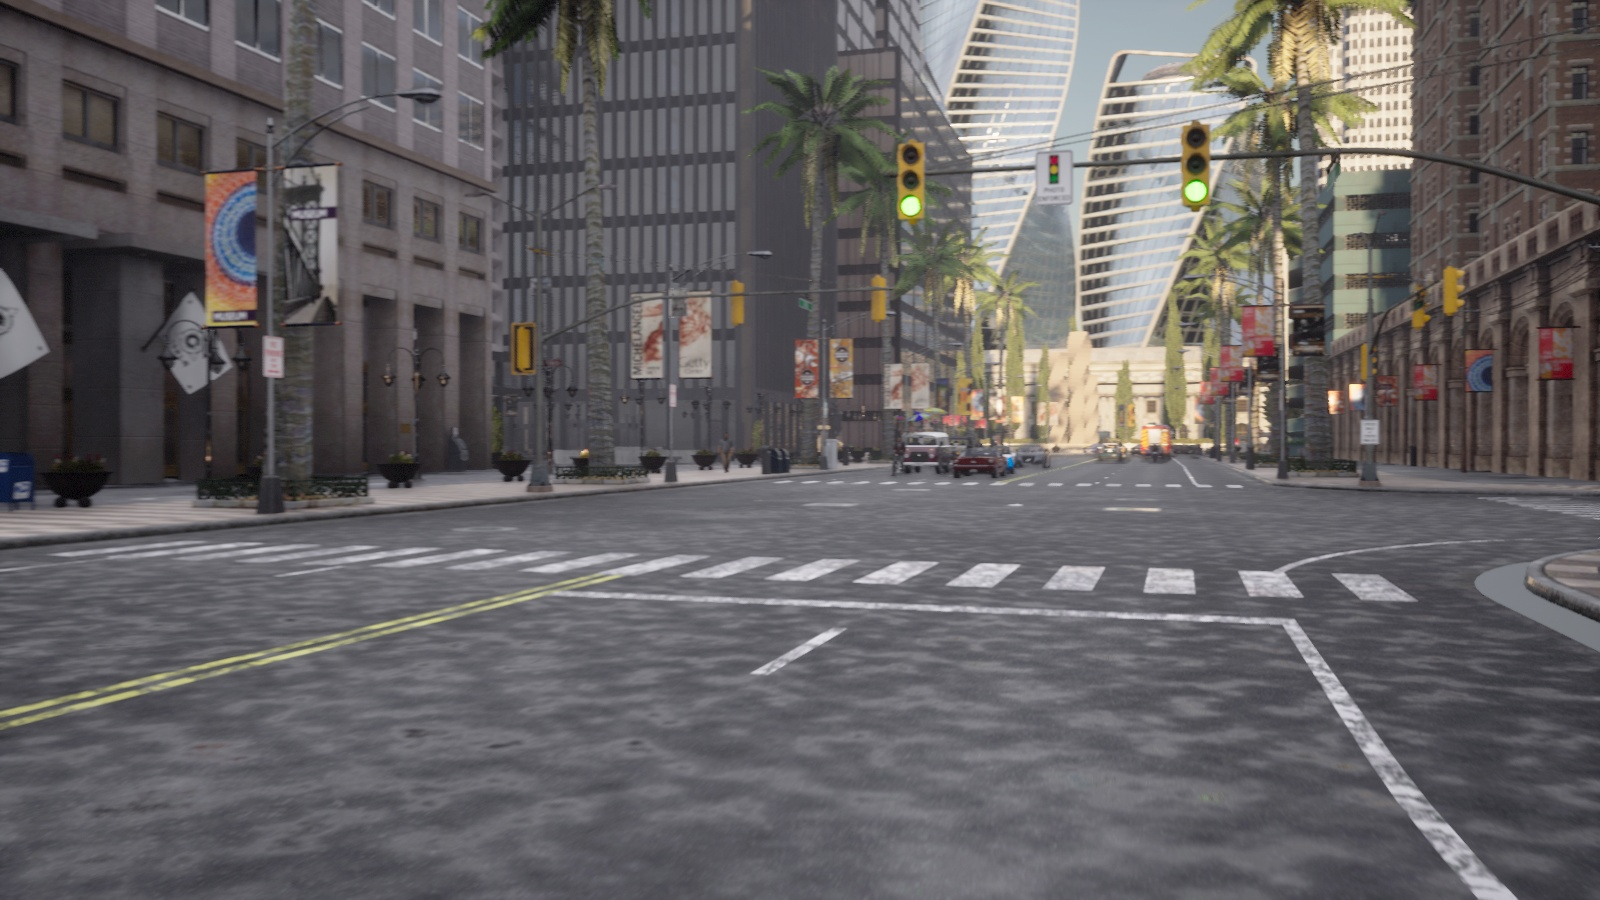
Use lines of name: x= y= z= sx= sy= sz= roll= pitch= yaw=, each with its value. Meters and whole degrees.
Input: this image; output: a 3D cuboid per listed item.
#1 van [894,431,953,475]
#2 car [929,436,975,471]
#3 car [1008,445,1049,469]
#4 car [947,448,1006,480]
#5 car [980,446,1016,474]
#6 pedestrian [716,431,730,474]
van: x=6.080 y=0.135 z=61.404 sx=2.069 sy=2.038 sz=4.480 roll=0 pitch=0 yaw=16
car: x=8.465 y=0.167 z=69.628 sx=1.905 sy=1.878 sz=3.866 roll=0 pitch=0 yaw=16
car: x=13.640 y=0.416 z=74.879 sx=1.994 sy=1.385 sz=4.181 roll=0 pitch=0 yaw=16
car: x=7.701 y=0.555 z=54.456 sx=1.895 sy=1.301 sz=4.718 roll=0 pitch=0 yaw=16
car: x=9.670 y=0.476 z=61.223 sx=1.481 sy=1.376 sz=2.207 roll=0 pitch=0 yaw=16
pedestrian: x=-3.329 y=0.089 z=54.131 sx=0.540 sy=1.848 sz=0.694 roll=0 pitch=0 yaw=-7
